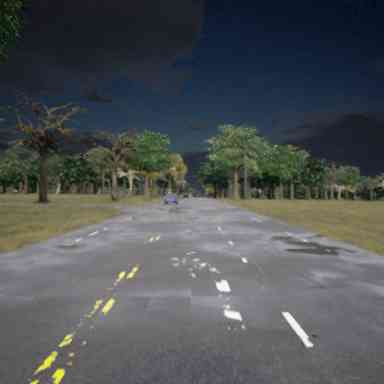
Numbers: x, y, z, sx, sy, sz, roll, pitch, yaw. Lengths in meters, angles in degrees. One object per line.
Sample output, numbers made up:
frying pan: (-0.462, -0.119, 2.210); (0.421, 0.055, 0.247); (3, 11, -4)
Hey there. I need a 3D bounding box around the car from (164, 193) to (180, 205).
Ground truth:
car: (-3.623, 1.231, 57.532); (2.150, 2.045, 5.566); (0, 0, 0)
